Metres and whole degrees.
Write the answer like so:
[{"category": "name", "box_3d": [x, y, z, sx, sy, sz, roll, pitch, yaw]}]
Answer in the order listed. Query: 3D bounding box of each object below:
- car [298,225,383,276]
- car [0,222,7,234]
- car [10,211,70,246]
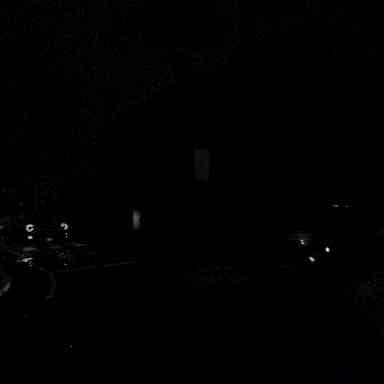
[{"category": "car", "box_3d": [5.777, 1.682, 10.184, 4.718, 1.301, 1.895, 0, 0, -8]}, {"category": "car", "box_3d": [-20.177, 3.578, 33.586, 1.812, 1.442, 4.674, 1, -6, -37]}, {"category": "car", "box_3d": [-8.046, 1.777, 17.464, 2.097, 1.767, 4.553, 1, -4, -37]}]
